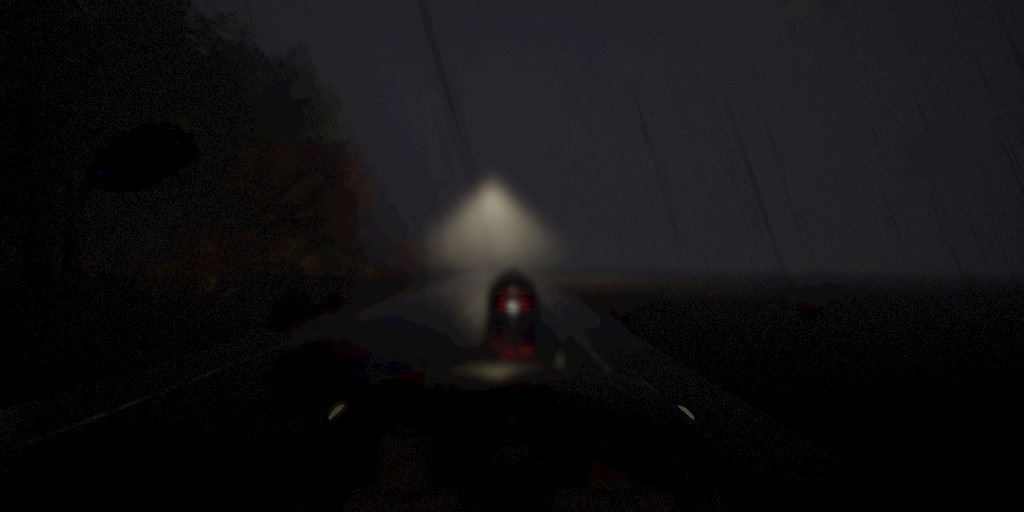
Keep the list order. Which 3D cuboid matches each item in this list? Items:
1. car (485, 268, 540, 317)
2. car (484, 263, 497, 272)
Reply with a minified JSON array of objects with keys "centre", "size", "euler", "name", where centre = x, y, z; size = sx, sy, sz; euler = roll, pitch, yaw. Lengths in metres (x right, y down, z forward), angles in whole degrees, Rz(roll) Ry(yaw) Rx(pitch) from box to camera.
[{"centre":[0.050,1.418,14.110],"size":[1.837,1.490,4.892],"euler":[0,0,0],"name":"car"},{"centre":[-3.526,2.022,60.427],"size":[1.837,1.490,4.892],"euler":[0,0,1],"name":"car"}]
